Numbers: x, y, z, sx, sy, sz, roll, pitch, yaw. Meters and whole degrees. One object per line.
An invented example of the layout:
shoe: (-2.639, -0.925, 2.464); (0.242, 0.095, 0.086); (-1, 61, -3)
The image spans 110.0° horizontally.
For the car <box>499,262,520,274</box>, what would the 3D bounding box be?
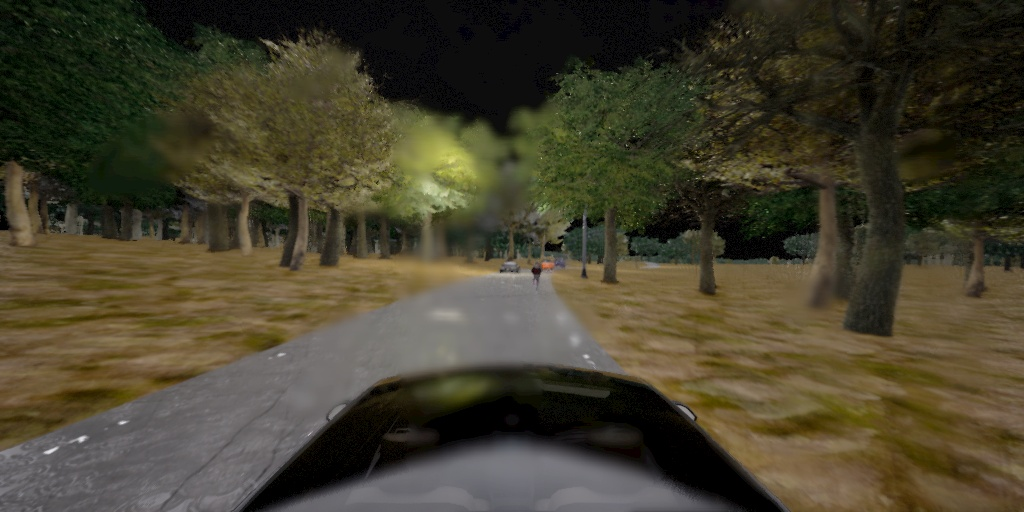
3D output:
car: (-0.218, 1.345, 41.961); (1.994, 1.385, 4.181); (1, 0, 9)

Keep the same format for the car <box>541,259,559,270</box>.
car: (5.919, 1.371, 58.104); (2.097, 1.767, 4.553); (1, -1, 13)

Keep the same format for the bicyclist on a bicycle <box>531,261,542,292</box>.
bicyclist on a bicycle: (1.350, 1.149, 19.812); (0.659, 1.776, 1.843); (1, 0, 4)
